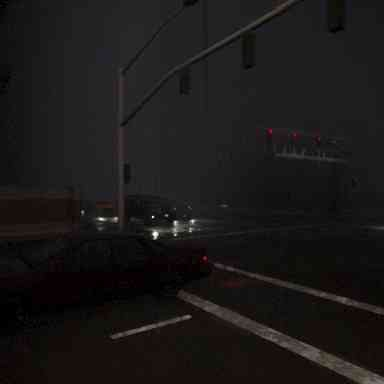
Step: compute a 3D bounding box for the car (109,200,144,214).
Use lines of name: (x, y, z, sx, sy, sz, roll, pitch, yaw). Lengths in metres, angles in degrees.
car: (-7.144, 1.601, 35.894, 1.895, 1.301, 4.718, 0, 0, -36)

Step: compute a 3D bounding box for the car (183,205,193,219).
car: (-1.901, 1.352, 28.595, 2.097, 1.767, 4.553, 0, 0, -36)

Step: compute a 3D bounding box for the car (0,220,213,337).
car: (-2.083, 1.547, 6.821, 5.357, 1.411, 2.033, 0, 0, -36)

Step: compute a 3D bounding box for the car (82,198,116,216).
car: (-9.078, 1.478, 32.588, 1.882, 1.535, 5.008, 0, 0, -36)

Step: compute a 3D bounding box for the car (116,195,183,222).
car: (-3.316, 1.222, 24.563, 2.150, 2.045, 5.566, 0, 0, -36)

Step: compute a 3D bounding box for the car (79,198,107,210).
car: (-13.348, 1.547, 44.545, 2.033, 1.411, 5.357, 0, 0, -36)
